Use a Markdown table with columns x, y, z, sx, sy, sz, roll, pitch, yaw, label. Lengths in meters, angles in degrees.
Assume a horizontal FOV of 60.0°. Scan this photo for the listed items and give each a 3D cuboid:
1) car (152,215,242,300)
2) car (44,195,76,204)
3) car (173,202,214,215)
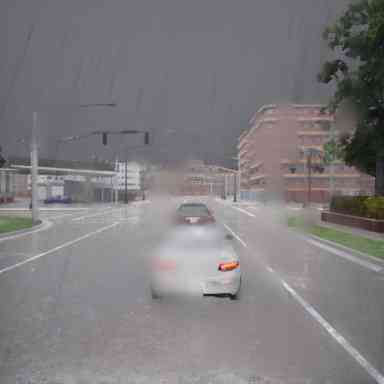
| x | y | z | sx | sy | sz | roll | pitch | yaw | label |
| --- | --- | --- | --- | --- | --- | --- | --- | --- | --- |
| 0.092 | 1.526 | 8.277 | 1.812 | 1.442 | 4.674 | 0 | 0 | 0 | car |
| -23.402 | 1.295 | 57.992 | 4.611 | 1.667 | 2.242 | 0 | 0 | 1 | car |
| 0.074 | 1.352 | 17.269 | 2.097 | 1.767 | 4.553 | 0 | 0 | 0 | car |
